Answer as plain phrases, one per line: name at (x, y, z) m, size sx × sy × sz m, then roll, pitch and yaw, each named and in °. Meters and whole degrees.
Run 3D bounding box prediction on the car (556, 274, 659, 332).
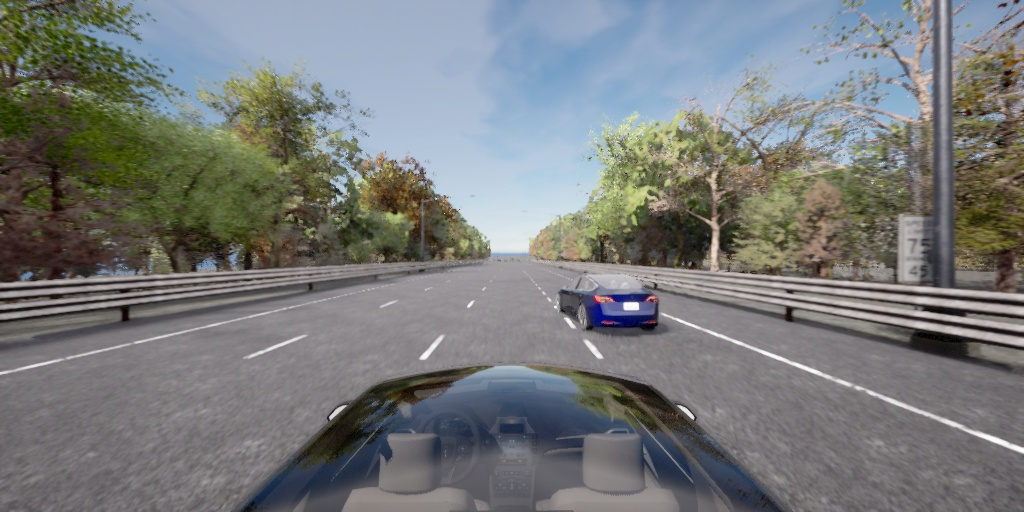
car at (2.716, 1.288, 11.105) m, size 2.163 × 1.488 × 4.792 m, roll 0°, pitch 0°, yaw -5°
